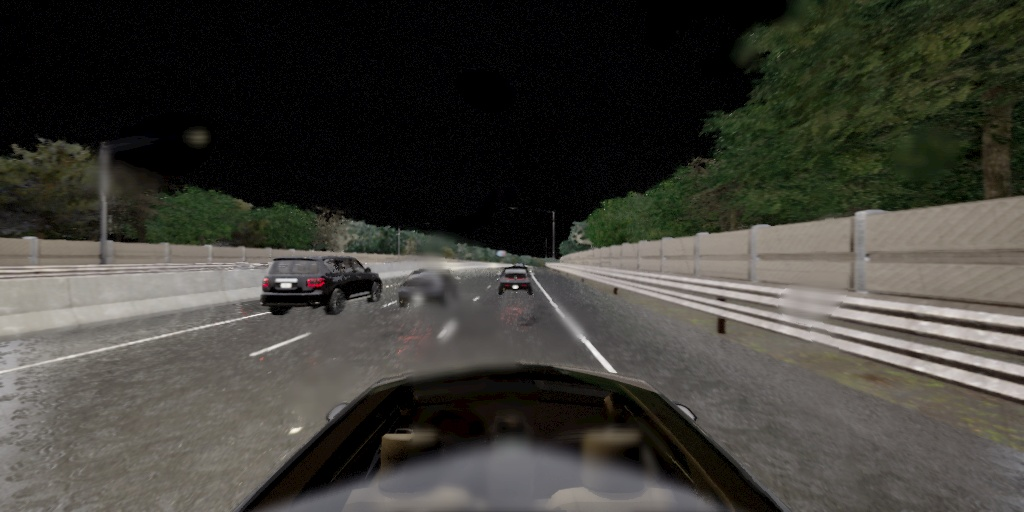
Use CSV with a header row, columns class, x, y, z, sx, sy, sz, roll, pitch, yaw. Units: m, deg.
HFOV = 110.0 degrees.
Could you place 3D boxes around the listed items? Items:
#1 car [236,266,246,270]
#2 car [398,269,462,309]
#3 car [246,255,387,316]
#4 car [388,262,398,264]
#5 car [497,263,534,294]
class,x,y,z,sx,sy,sz,roll,pitch,yaw
car,-20.823,1.431,28.151,1.895,1.301,4.718,0,0,1
car,-3.355,1.303,15.345,1.837,1.490,4.892,0,0,1
car,-6.895,1.004,13.673,2.150,2.045,5.566,0,0,1
car,-16.664,1.531,49.267,2.128,1.511,4.902,0,-1,3
car,0.215,1.341,20.847,1.837,1.490,4.892,0,0,1
